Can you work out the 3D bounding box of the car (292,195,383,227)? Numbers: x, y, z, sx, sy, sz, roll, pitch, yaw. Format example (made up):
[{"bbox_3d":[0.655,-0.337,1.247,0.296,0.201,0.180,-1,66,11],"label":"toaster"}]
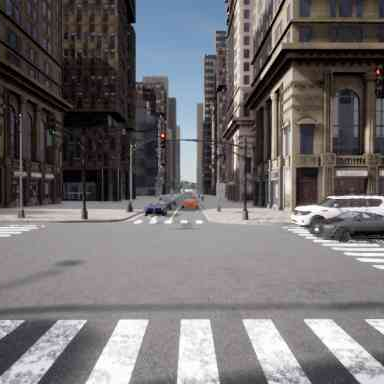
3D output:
[{"bbox_3d":[8.855,1.233,19.728,5.566,2.045,2.150,0,1,0],"label":"car"}]

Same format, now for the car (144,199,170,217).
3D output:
[{"bbox_3d":[-3.369,1.592,31.612,1.895,1.301,4.718,0,0,-1],"label":"car"}]

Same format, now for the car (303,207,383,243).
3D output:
[{"bbox_3d":[7.933,1.621,16.076,4.181,1.385,1.994,0,1,-6],"label":"car"}]

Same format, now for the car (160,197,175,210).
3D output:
[{"bbox_3d":[-3.456,1.492,41.937,1.837,1.490,4.892,0,0,-1],"label":"car"}]

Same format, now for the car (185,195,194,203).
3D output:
[{"bbox_3d":[-0.523,1.489,70.854,1.837,1.490,4.892,0,0,0],"label":"car"}]

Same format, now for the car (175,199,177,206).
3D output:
[{"bbox_3d":[-3.539,1.511,55.269,1.812,1.442,4.674,0,0,0],"label":"car"}]

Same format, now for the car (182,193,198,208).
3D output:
[{"bbox_3d":[-0.295,1.339,46.974,2.097,1.767,4.553,0,0,0],"label":"car"}]
